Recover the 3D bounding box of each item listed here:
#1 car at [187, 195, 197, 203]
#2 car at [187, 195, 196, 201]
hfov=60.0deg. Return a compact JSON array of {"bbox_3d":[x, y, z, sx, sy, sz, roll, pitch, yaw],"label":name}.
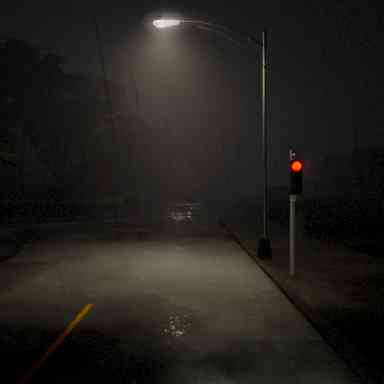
[{"bbox_3d":[-0.073,1.520,67.501,1.812,1.442,4.674,0,0,0],"label":"car"},{"bbox_3d":[-0.084,1.422,77.535,1.895,1.301,4.718,0,0,0],"label":"car"}]
